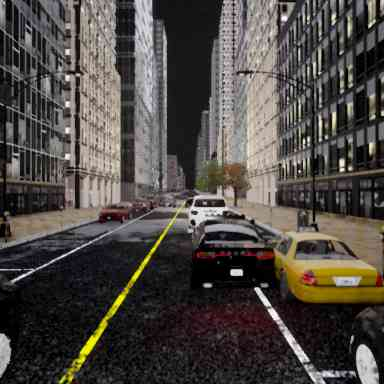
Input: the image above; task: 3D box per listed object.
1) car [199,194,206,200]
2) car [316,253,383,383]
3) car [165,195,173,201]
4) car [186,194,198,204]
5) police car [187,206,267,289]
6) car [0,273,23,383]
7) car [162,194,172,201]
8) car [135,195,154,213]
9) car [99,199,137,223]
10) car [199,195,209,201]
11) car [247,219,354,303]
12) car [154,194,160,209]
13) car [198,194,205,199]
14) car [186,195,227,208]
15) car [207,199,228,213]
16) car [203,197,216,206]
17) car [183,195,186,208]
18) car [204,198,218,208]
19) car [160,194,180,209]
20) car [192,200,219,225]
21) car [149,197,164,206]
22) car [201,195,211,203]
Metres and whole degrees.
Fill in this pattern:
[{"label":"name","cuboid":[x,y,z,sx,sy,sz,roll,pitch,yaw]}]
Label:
[{"label":"car","cuboid":[2.742,1.357,87.383,1.887,1.381,4.507,1,0,0]},{"label":"car","cuboid":[2.696,1.549,2.260,2.008,1.369,4.403,0,0,0]},{"label":"car","cuboid":[-5.641,1.358,81.562,1.752,1.417,4.829,1,0,0]},{"label":"car","cuboid":[0.030,1.253,59.626,2.097,1.767,4.553,0,0,0]},{"label":"police car","cuboid":[0.904,1.418,9.282,1.930,1.638,5.238,0,0,0]},{"label":"car","cuboid":[-3.101,1.503,2.383,1.837,1.490,4.892,0,0,0]},{"label":"car","cuboid":[-5.644,1.292,76.056,1.967,1.590,4.097,1,0,0]},{"label":"car","cuboid":[-5.665,1.394,36.327,1.967,1.590,4.097,0,0,0]},{"label":"car","cuboid":[-5.672,1.518,24.975,1.887,1.381,4.507,0,0,0]},{"label":"car","cuboid":[2.736,1.417,76.033,1.947,1.339,4.313,1,0,0]},{"label":"car","cuboid":[2.700,1.519,8.106,1.752,1.417,4.829,0,0,0]},{"label":"car","cuboid":[-5.661,1.258,42.002,2.192,1.841,5.009,0,0,0]},{"label":"car","cuboid":[2.745,1.374,93.056,1.802,1.307,4.206,1,0,0]},{"label":"car","cuboid":[0.910,1.207,19.202,2.150,2.045,5.566,0,0,0]},{"label":"car","cuboid":[2.715,1.520,36.310,1.947,1.339,4.313,0,0,0]},{"label":"car","cuboid":[2.724,1.499,53.334,1.802,1.307,4.206,1,0,0]},{"label":"car","cuboid":[0.037,1.439,46.038,1.837,1.490,4.892,0,0,0]},{"label":"car","cuboid":[2.721,1.513,47.659,1.802,1.307,4.206,1,0,0]},{"label":"car","cuboid":[-3.075,1.430,43.924,2.128,1.511,4.902,0,0,0]},{"label":"car","cuboid":[0.912,1.451,25.173,1.882,1.535,5.008,0,0,0]},{"label":"car","cuboid":[-5.657,1.499,53.353,1.802,1.307,4.206,1,0,0]},{"label":"car","cuboid":[2.730,1.412,64.854,1.752,1.417,4.829,1,0,0]}]
